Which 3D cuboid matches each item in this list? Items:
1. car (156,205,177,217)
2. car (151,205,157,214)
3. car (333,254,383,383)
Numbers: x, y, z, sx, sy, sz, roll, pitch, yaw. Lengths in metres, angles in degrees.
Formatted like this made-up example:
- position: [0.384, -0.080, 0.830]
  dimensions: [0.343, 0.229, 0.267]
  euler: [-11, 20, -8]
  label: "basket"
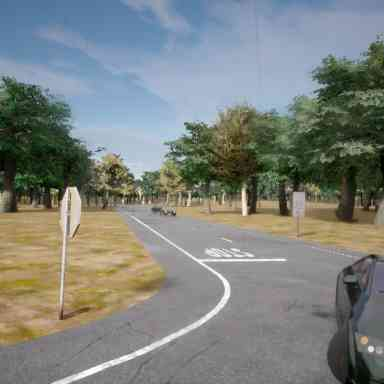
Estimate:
- position: [-3.551, 2.853, 48.067]
  dimensions: [1.895, 1.301, 4.718]
  euler: [3, -2, -14]
  label: "car"
- position: [-5.829, 2.964, 56.908]
  dimensions: [1.882, 1.535, 5.008]
  euler: [3, -2, -14]
  label: "car"
- position: [3.144, 1.644, 4.681]
  dimensions: [1.994, 1.385, 4.181]
  euler: [1, -1, 22]
  label: "car"
